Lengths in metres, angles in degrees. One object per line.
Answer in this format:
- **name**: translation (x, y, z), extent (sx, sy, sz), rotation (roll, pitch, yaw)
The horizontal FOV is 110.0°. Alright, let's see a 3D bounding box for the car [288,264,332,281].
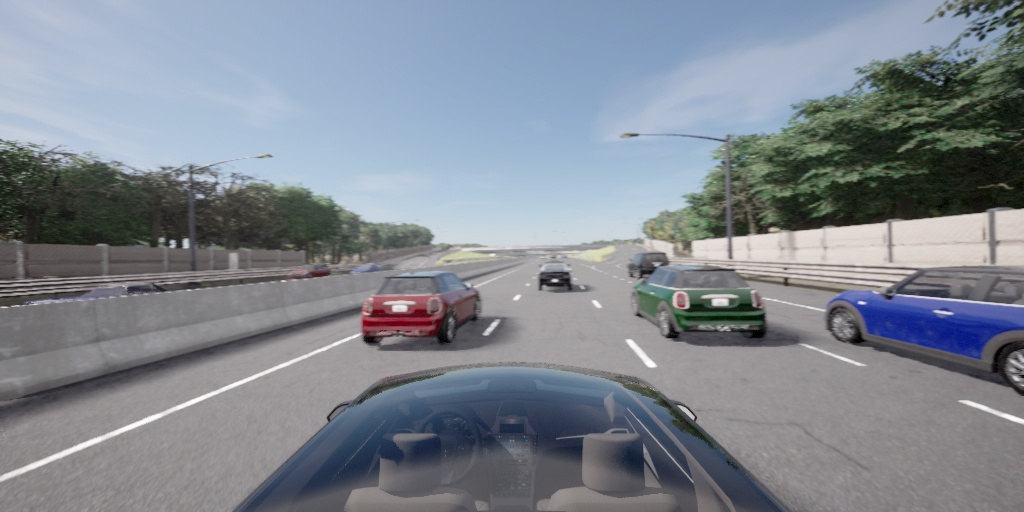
- **car**: translation (-20.476, 1.633, 36.482), extent (2.097, 1.767, 4.553), rotation (-1, 0, 7)

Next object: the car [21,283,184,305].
- **car**: translation (-16.053, 1.806, 14.556), extent (1.895, 1.301, 4.718), rotation (-1, 0, 7)

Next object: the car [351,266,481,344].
- **car**: translation (-2.276, 1.198, 10.157), extent (2.097, 1.767, 4.553), rotation (-1, 0, 7)

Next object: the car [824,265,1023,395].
- **car**: translation (7.819, 0.929, 6.054), extent (2.097, 1.767, 4.553), rotation (-1, 0, 6)

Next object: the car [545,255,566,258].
- **car**: translation (5.118, 1.055, 42.894), extent (1.801, 1.575, 5.366), rotation (-1, 0, 7)

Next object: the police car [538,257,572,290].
- **police car**: translation (2.649, 1.129, 22.228), extent (1.930, 1.638, 5.238), rotation (-1, 0, 7)

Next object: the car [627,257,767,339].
- **car**: translation (4.733, 1.017, 9.841), extent (2.097, 1.767, 4.553), rotation (-1, 0, 7)

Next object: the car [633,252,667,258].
- **car**: translation (10.291, 0.716, 27.225), extent (2.150, 2.045, 5.566), rotation (-1, 0, 7)

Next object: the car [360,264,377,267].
- **car**: translation (-16.394, 1.694, 40.729), extent (1.812, 1.442, 4.674), rotation (-1, 0, 7)
